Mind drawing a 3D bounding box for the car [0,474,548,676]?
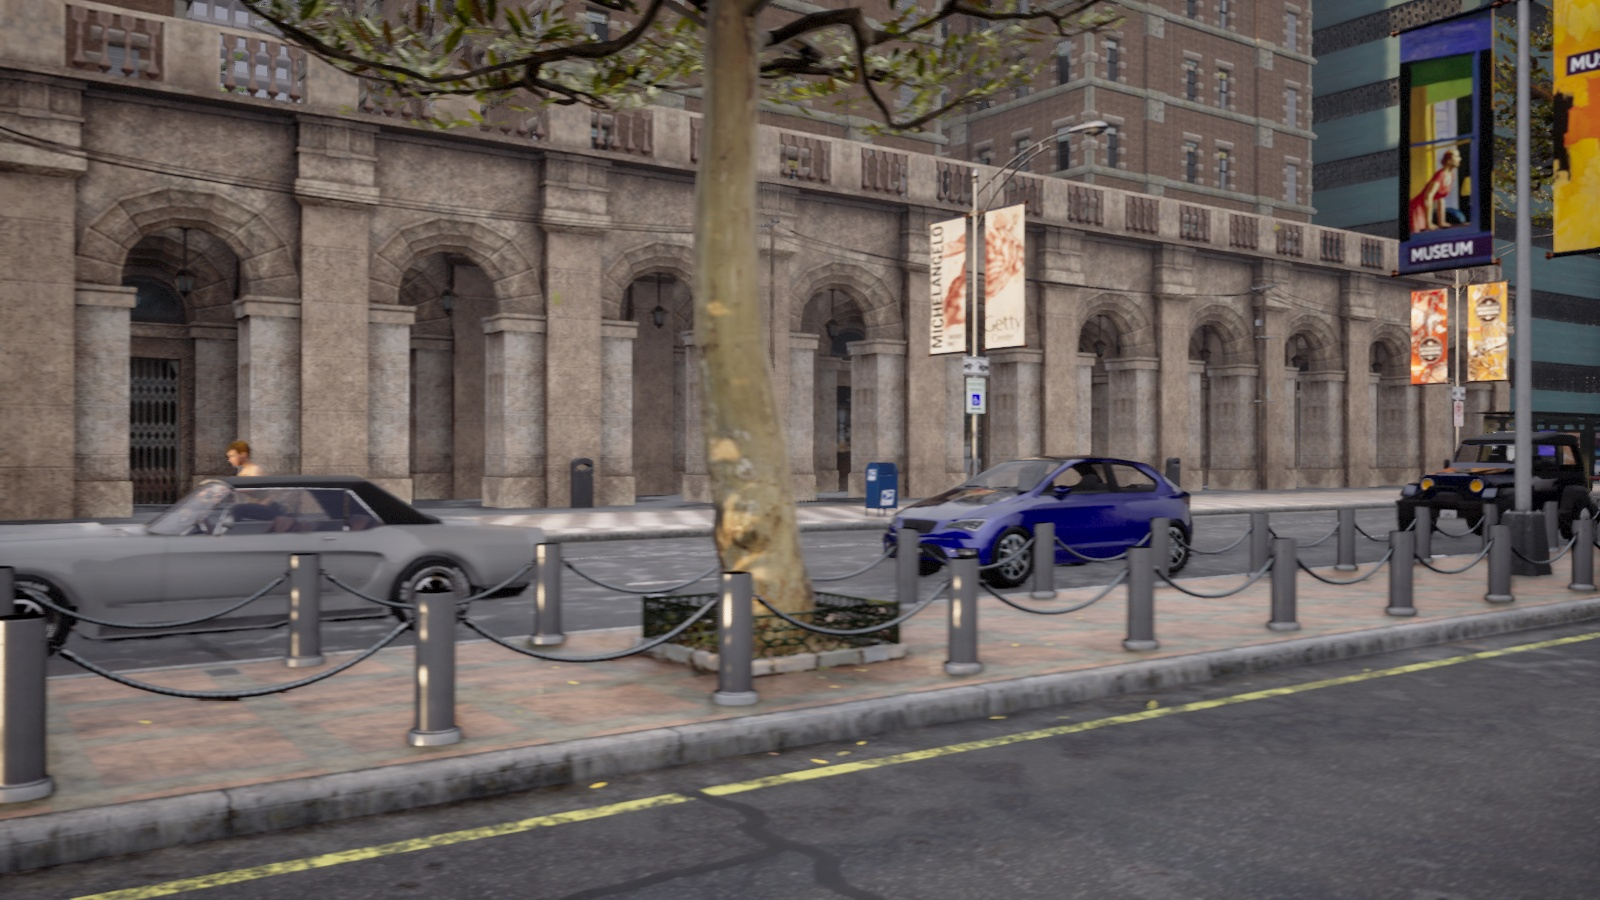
[{"bbox_3d":[-4.634,0.880,10.180,4.718,1.301,1.895,0,0,-35],"label":"car"}]

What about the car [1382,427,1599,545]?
[{"bbox_3d":[12.093,0.569,21.824,3.866,1.878,1.905,0,0,-35],"label":"car"}]

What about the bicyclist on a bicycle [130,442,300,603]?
[{"bbox_3d":[-6.211,0.727,13.353,1.509,1.612,0.866,0,0,-35],"label":"bicyclist on a bicycle"}]

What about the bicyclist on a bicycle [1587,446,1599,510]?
[{"bbox_3d":[21.078,0.716,32.336,1.509,1.612,0.866,0,0,-35],"label":"bicyclist on a bicycle"}]

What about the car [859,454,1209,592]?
[{"bbox_3d":[2.945,0.790,15.456,4.193,1.474,1.816,0,0,-35],"label":"car"}]
